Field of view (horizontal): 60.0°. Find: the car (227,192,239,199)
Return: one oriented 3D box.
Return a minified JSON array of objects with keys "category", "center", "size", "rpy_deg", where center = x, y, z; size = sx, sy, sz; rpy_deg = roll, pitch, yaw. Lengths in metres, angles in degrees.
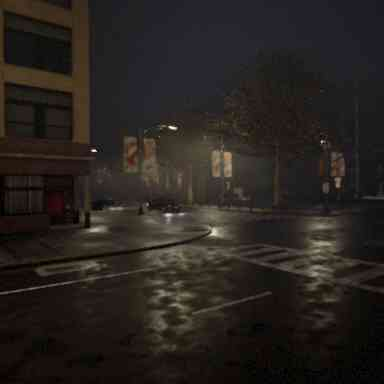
[{"category":"car","center":[8.776,0.823,77.195],"size":[2.161,1.482,4.786],"rpy_deg":[-1,0,-36]}]

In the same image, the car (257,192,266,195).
[{"category":"car","center":[18.441,0.743,83.624],"size":[1.895,1.301,4.718],"rpy_deg":[-1,0,-36]}]

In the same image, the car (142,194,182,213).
[{"category":"car","center":[-2.937,1.304,34.457],"size":[1.837,1.490,4.892],"rpy_deg":[-1,0,-36]}]

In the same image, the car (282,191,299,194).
[{"category":"car","center":[19.236,0.685,69.689],"size":[2.002,1.452,4.674],"rpy_deg":[-1,0,-36]}]

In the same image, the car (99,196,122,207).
[{"category":"car","center":[-11.446,1.290,46.443],"size":[2.128,1.511,4.902],"rpy_deg":[-1,0,-35]}]

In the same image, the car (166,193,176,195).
[{"category":"car","center":[-4.397,0.980,62.412],"size":[2.097,1.767,4.553],"rpy_deg":[-1,0,-36]}]
